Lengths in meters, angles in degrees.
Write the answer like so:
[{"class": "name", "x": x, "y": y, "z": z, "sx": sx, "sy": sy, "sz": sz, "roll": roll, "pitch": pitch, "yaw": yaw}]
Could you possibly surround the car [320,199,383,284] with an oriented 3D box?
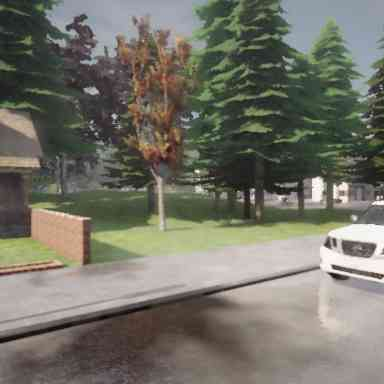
[{"class": "car", "x": 5.738, "y": 1.194, "z": 8.670, "sx": 5.566, "sy": 2.045, "sz": 2.150, "roll": 0, "pitch": 0, "yaw": -35}]
